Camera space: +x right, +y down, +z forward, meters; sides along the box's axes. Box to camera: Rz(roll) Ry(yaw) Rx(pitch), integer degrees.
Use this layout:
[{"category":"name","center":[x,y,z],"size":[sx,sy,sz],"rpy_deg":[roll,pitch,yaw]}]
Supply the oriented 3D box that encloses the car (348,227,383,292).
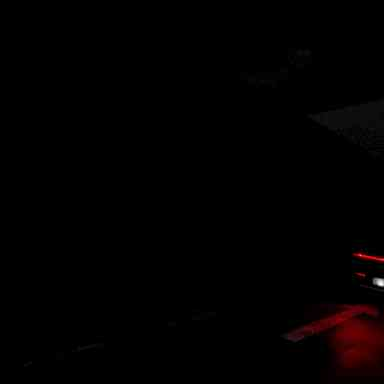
[{"category":"car","center":[5.566,1.501,7.732],"size":[4.892,1.490,1.837],"rpy_deg":[1,-1,-35]}]
